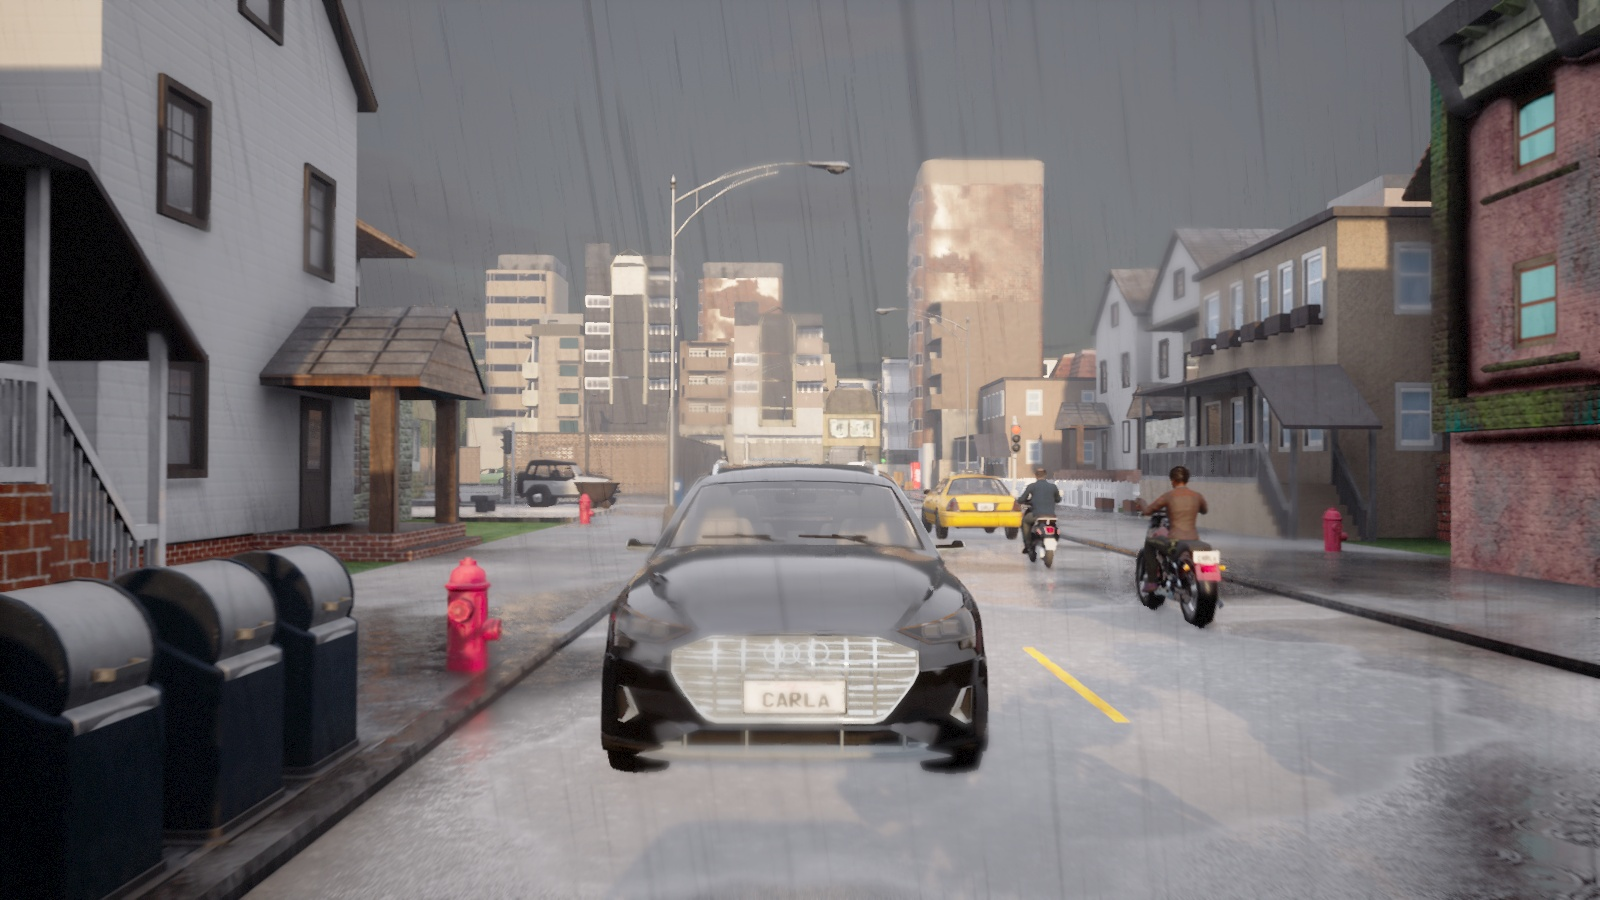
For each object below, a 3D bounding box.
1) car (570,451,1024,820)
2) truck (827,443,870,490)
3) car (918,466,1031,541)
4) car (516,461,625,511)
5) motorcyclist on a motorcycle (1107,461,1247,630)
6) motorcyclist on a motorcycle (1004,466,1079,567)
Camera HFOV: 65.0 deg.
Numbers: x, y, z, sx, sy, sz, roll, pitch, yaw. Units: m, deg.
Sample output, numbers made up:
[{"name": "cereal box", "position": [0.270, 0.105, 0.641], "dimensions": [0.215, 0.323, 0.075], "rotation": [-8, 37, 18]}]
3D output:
[{"name": "car", "position": [-0.020, 0.864, 8.074], "dimensions": [2.033, 1.649, 4.856], "rotation": [0, -1, 0]}, {"name": "truck", "position": [3.727, 1.295, 97.679], "dimensions": [2.891, 3.462, 7.936], "rotation": [0, -1, -1]}, {"name": "car", "position": [3.940, 1.179, 29.282], "dimensions": [1.801, 1.575, 5.366], "rotation": [0, -1, -1]}, {"name": "car", "position": [-8.785, 1.375, 48.319], "dimensions": [3.866, 1.878, 1.905], "rotation": [0, -1, 0]}, {"name": "motorcyclist on a motorcycle", "position": [3.968, 0.949, 13.429], "dimensions": [0.766, 1.649, 2.350], "rotation": [0, -1, 0]}, {"name": "motorcyclist on a motorcycle", "position": [3.952, 1.063, 20.686], "dimensions": [0.866, 1.590, 1.817], "rotation": [0, -1, 0]}]
